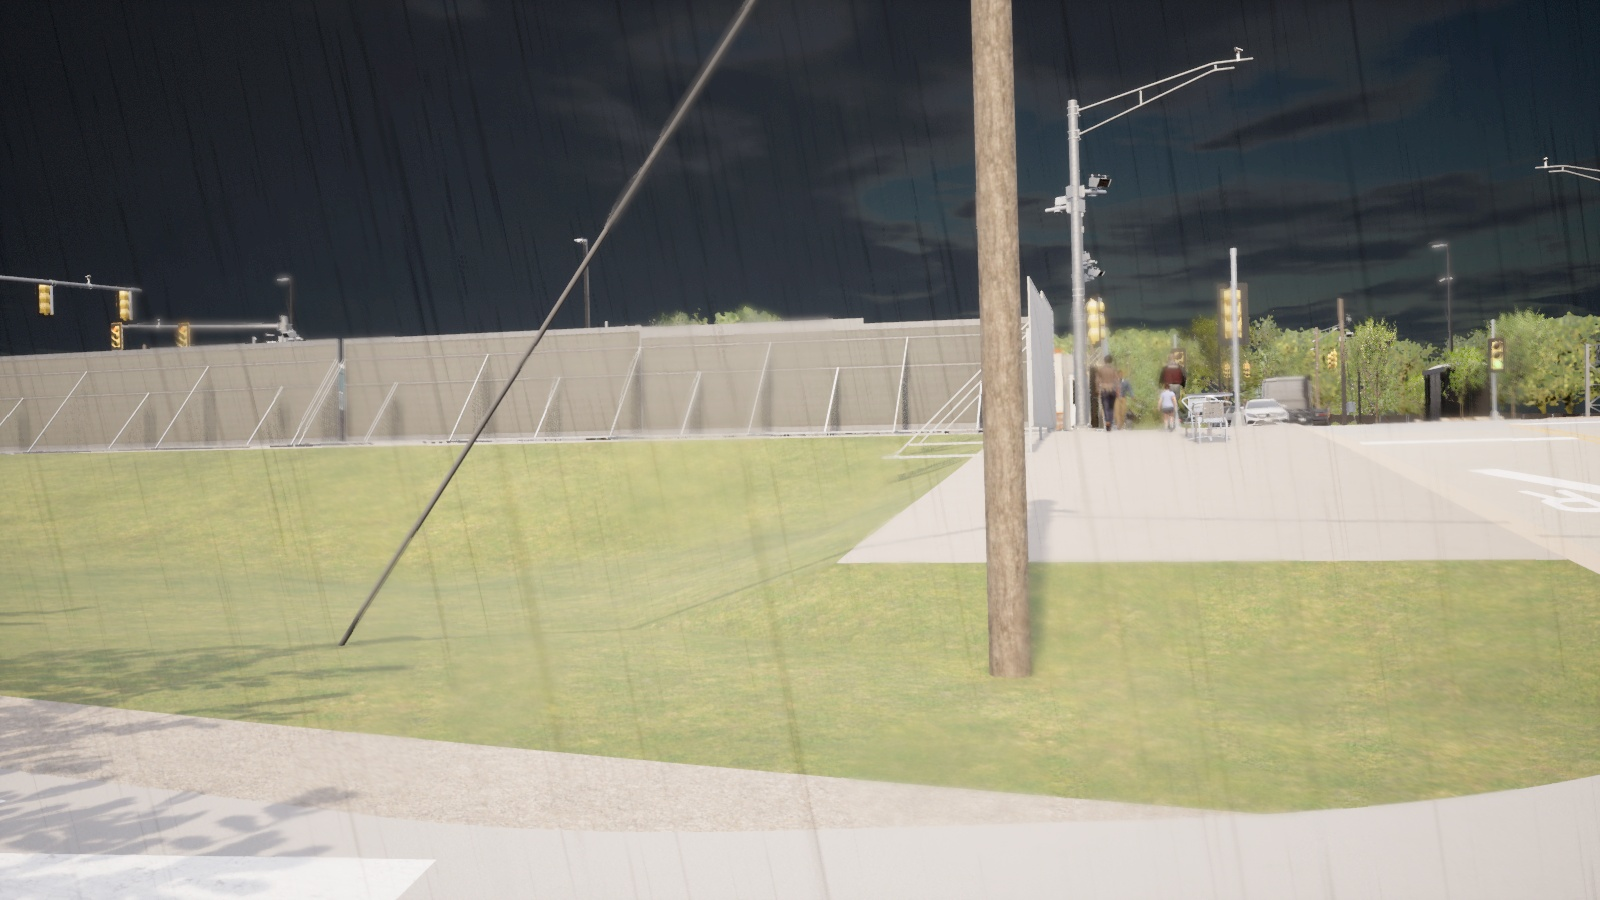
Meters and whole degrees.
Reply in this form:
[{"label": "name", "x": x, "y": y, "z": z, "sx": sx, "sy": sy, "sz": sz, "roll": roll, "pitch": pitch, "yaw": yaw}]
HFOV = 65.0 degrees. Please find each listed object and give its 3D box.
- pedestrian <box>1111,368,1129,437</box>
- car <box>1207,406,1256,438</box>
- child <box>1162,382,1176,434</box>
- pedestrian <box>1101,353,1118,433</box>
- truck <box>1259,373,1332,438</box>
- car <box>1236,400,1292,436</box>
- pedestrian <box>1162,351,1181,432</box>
[{"label": "pedestrian", "x": 9.157, "y": -1.338, "z": 35.898, "sx": 0.423, "sy": 1.949, "sz": 0.788, "roll": -1, "pitch": 0, "yaw": 16}, {"label": "car", "x": 24.705, "y": -1.591, "z": 72.028, "sx": 2.242, "sy": 1.667, "sz": 4.611, "roll": -1, "pitch": 0, "yaw": 14}, {"label": "child", "x": 8.008, "y": -0.898, "z": 27.271, "sx": 0.255, "sy": 1.110, "sz": 0.394, "roll": -1, "pitch": 0, "yaw": 18}, {"label": "pedestrian", "x": 7.132, "y": -1.305, "z": 28.939, "sx": 0.328, "sy": 1.805, "sz": 0.869, "roll": -1, "pitch": 0, "yaw": 14}, {"label": "truck", "x": 28.996, "y": -2.508, "z": 73.826, "sx": 2.891, "sy": 3.462, "sz": 7.936, "roll": -1, "pitch": 0, "yaw": 14}, {"label": "car", "x": 20.675, "y": -1.397, "z": 56.104, "sx": 1.812, "sy": 1.442, "sz": 4.674, "roll": -1, "pitch": 0, "yaw": 14}, {"label": "pedestrian", "x": 8.754, "y": -1.367, "z": 29.627, "sx": 0.376, "sy": 1.854, "sz": 0.720, "roll": -1, "pitch": 0, "yaw": 15}]
